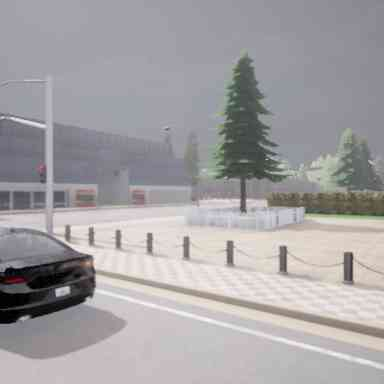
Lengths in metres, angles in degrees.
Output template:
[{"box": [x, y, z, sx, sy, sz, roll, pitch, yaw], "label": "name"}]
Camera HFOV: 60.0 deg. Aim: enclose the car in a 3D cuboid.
[{"box": [-4.120, 1.471, 6.893, 5.008, 1.535, 1.882, 0, 0, 36], "label": "car"}]
